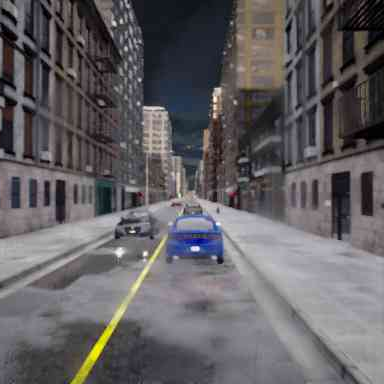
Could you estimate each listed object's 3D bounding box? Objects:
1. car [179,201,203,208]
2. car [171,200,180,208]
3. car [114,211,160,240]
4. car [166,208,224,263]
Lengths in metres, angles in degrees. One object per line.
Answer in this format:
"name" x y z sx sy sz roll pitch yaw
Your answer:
"car" 0.096 1.801 33.427 2.128 1.511 4.902 0 -1 0
"car" -2.794 2.168 59.850 1.895 1.301 4.718 0 -1 1
"car" -2.852 1.727 17.900 1.994 1.385 4.181 0 -1 0
"car" 0.097 1.592 12.553 1.882 1.535 5.008 0 0 0
